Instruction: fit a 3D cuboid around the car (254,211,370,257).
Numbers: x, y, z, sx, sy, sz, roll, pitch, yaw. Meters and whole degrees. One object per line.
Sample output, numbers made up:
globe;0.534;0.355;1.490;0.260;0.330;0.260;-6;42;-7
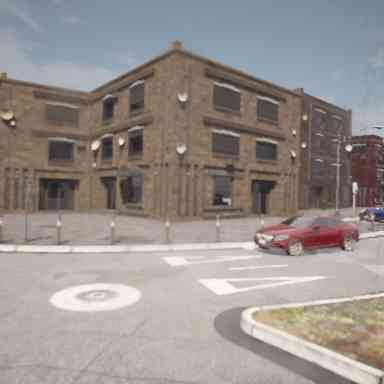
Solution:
car;4.683;1.615;13.361;4.674;1.442;1.812;1;0;-27

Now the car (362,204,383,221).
car;16.307;1.616;27.273;2.185;1.767;4.553;1;0;-42
